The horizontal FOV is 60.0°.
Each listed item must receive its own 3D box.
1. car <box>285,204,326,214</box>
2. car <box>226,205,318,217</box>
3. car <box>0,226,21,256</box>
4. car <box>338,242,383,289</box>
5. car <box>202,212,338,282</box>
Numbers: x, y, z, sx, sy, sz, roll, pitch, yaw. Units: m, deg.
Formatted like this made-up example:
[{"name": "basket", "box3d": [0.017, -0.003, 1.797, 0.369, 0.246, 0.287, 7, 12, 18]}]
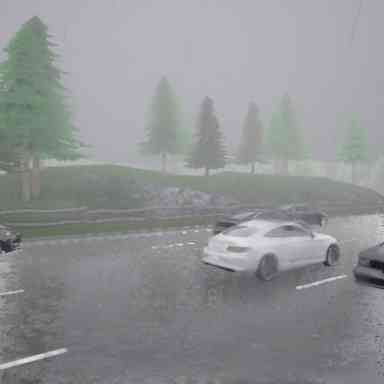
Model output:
[{"name": "car", "box3d": [6.852, 1.531, 21.531, 4.892, 1.490, 1.837, 0, 0, -35]}, {"name": "car", "box3d": [3.137, 1.521, 14.581, 4.892, 1.490, 1.837, 0, 0, -35]}, {"name": "car", "box3d": [-8.280, 1.493, 10.744, 4.902, 1.511, 2.128, 0, 0, -35]}, {"name": "car", "box3d": [6.052, 1.560, 8.062, 5.357, 1.411, 2.033, 0, 0, -36]}, {"name": "car", "box3d": [2.441, 1.536, 9.787, 4.674, 1.442, 1.812, 0, 0, -35]}]
